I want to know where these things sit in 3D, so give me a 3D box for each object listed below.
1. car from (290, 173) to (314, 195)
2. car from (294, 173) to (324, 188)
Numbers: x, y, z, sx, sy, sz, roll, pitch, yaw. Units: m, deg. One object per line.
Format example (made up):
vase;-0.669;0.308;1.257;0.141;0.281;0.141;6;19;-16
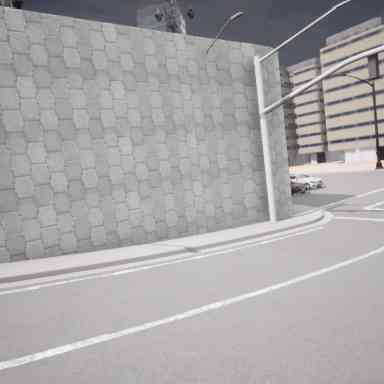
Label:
car;7.354;-0.459;27.866;1.812;1.442;4.674;-10;6;-35
car;9.706;-0.975;30.509;1.812;1.442;4.674;-10;6;-35
